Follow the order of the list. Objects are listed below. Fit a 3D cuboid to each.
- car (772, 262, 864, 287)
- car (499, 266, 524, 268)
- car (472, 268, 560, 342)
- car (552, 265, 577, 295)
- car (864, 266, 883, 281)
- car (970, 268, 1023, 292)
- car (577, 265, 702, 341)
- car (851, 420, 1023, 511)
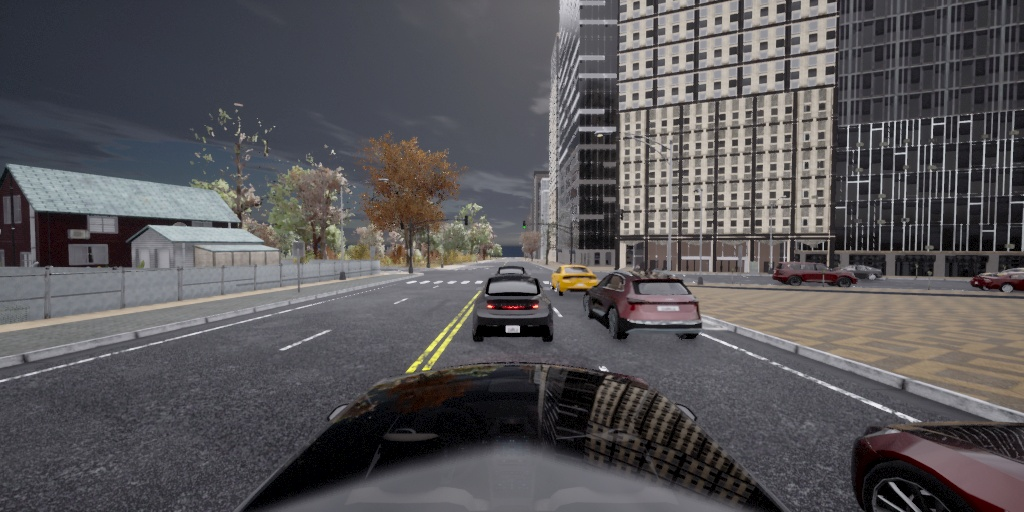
[{"bbox_3d":[22.962,1.393,27.470,5.009,1.841,2.192,0,0,20],"label":"car"},{"bbox_3d":[-0.032,1.252,18.530,1.837,1.490,4.892,0,0,0],"label":"car"},{"bbox_3d":[0.029,1.252,9.762,1.837,1.490,4.892,0,0,0],"label":"car"},{"bbox_3d":[3.282,1.224,19.658,1.882,1.535,5.008,0,0,0],"label":"car"},{"bbox_3d":[30.984,1.467,32.934,4.403,1.370,2.007,0,0,20],"label":"car"},{"bbox_3d":[33.616,1.715,23.593,4.507,1.381,1.888,0,0,20],"label":"car"},{"bbox_3d":[3.333,1.178,9.907,2.033,1.649,4.856,0,0,0],"label":"car"},{"bbox_3d":[3.352,1.254,0.517,2.163,1.488,4.792,0,0,0],"label":"car"}]
